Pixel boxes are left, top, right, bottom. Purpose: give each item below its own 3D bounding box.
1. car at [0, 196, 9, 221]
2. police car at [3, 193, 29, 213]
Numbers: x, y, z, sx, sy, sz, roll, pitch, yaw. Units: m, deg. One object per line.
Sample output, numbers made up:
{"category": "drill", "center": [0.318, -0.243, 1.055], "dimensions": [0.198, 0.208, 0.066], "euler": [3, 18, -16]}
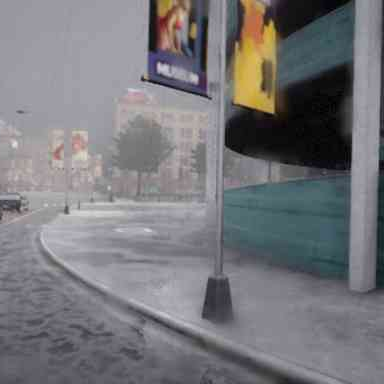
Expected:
{"category": "car", "center": [-12.631, 1.165, 19.774], "dimensions": [1.994, 1.385, 4.181], "euler": [1, 0, -17]}
{"category": "police car", "center": [-15.501, 0.901, 28.847], "dimensions": [1.930, 1.638, 5.238], "euler": [1, 0, -17]}
